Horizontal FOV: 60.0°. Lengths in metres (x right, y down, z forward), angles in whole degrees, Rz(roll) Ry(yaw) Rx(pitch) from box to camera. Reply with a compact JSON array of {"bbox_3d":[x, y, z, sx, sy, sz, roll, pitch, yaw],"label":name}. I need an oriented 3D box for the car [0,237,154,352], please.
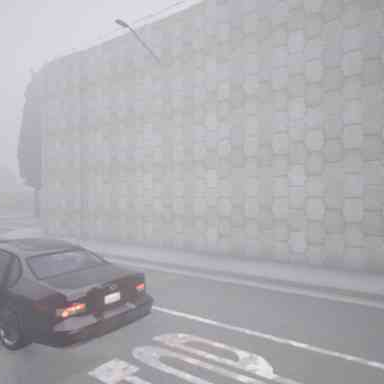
[{"bbox_3d":[-3.194,1.599,6.263,5.357,1.411,2.033,-1,0,35],"label":"car"}]
